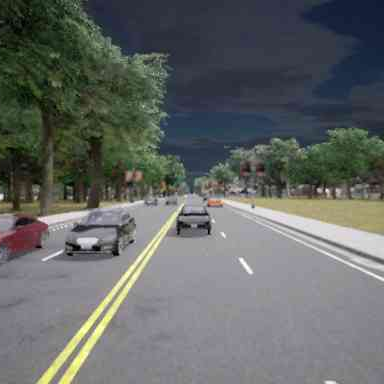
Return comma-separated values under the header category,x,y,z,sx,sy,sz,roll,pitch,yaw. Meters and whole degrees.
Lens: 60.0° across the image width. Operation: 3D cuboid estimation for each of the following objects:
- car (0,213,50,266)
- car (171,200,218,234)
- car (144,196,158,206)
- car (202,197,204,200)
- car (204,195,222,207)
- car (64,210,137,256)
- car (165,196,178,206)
category,x,y,z,sx,sy,sz,roll,pitch,yaw
car,-6.598,1.509,11.595,1.812,1.442,4.674,0,0,0
car,0.101,1.466,18.938,2.128,1.511,4.902,0,0,0
car,-6.559,1.454,53.871,2.128,1.511,4.902,0,0,0
car,3.255,1.490,71.127,1.837,1.490,4.892,0,0,0
car,3.353,1.312,50.530,2.097,1.767,4.553,0,0,0
car,-3.348,1.473,13.002,2.128,1.511,4.902,0,0,0
car,-3.308,1.468,54.287,1.837,1.490,4.892,0,0,0
